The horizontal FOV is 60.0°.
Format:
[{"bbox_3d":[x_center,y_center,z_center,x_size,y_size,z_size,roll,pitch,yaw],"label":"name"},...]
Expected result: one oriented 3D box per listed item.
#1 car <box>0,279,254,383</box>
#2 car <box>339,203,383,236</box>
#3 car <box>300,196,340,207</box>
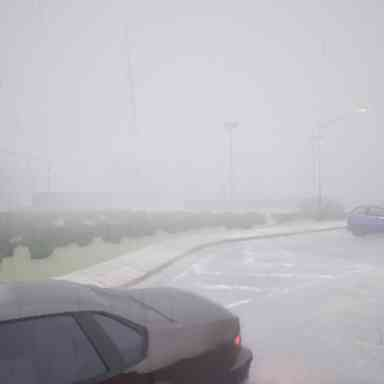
[{"bbox_3d":[-1.903,1.557,2.605,5.357,1.411,2.033,0,0,-36],"label":"car"},{"bbox_3d":[10.350,1.518,16.736,2.242,1.667,4.611,0,0,-36],"label":"car"},{"bbox_3d":[13.889,1.399,35.699,1.932,1.855,4.605,0,0,-36],"label":"car"}]
